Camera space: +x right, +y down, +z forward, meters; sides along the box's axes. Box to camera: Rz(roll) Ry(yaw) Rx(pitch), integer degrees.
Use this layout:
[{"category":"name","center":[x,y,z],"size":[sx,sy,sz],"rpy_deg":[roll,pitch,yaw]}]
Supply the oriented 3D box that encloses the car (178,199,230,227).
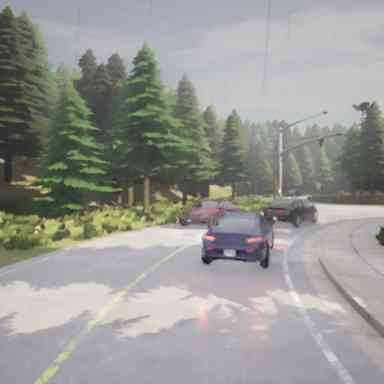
[{"category":"car","center":[1.090,1.139,18.618],"size":[1.812,1.442,4.674],"rpy_deg":[1,1,32]}]

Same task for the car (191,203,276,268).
[{"category":"car","center":[1.561,1.309,10.503],"size":[1.812,1.442,4.674],"rpy_deg":[0,1,16]}]

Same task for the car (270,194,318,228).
[{"category":"car","center":[5.799,1.117,19.330],"size":[1.837,1.490,4.892],"rpy_deg":[1,2,38]}]

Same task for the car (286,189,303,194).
[{"category":"car","center":[19.618,0.250,64.097],"size":[4.892,1.490,1.837],"rpy_deg":[-1,1,-44]}]
